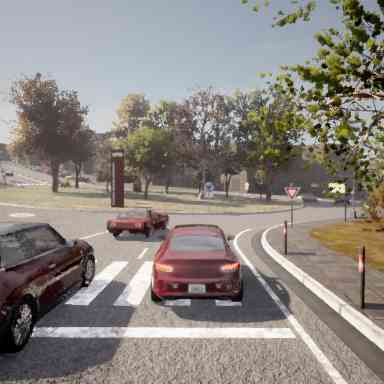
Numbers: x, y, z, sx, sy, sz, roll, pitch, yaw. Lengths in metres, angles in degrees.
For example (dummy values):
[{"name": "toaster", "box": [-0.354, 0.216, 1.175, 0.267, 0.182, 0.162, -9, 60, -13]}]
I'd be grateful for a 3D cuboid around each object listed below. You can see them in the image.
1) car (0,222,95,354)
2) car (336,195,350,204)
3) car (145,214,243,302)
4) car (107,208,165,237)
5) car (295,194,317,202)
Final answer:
[{"name": "car", "box": [-3.399, 1.334, 6.254, 2.097, 1.767, 4.553, 0, 0, 0]}, {"name": "car", "box": [22.357, 0.975, 49.295, 2.033, 1.411, 5.357, 1, 2, 26]}, {"name": "car", "box": [0.105, 1.498, 8.074, 1.812, 1.442, 4.674, 0, 0, 0]}, {"name": "car", "box": [-2.574, 1.494, 17.160, 1.895, 1.301, 4.718, 0, 1, 10]}, {"name": "car", "box": [18.087, 0.912, 53.105, 1.895, 1.301, 4.718, 0, 2, -3]}]
